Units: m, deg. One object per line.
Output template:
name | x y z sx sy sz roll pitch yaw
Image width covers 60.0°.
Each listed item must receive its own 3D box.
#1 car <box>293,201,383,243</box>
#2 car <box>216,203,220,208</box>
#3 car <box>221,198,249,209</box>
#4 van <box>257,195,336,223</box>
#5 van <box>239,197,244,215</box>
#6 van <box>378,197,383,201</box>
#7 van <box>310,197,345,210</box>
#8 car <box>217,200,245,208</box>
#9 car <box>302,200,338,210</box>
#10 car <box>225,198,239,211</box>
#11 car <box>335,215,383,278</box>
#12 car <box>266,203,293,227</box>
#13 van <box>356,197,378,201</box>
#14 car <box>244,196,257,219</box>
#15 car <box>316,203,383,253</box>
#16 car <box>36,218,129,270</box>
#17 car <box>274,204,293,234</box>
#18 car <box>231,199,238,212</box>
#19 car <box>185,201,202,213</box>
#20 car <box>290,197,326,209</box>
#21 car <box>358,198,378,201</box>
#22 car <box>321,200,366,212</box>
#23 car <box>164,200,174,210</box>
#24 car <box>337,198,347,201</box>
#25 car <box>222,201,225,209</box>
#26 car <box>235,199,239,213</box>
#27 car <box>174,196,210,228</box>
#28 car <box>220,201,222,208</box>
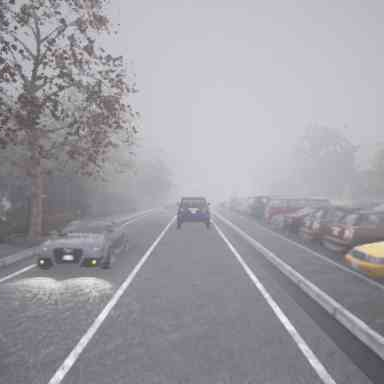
car | 7.015 1.394 14.097 4.553 1.767 2.185 0 0 0
car | 7.095 1.751 52.944 5.566 2.045 2.435 0 -1 0
car | 7.160 1.928 55.713 4.553 1.767 2.185 0 -1 0
van | 6.946 1.305 22.426 4.442 1.987 1.878 0 0 0
van | 6.963 1.390 30.738 4.442 1.987 1.878 0 -1 0
van | 20.042 1.386 30.550 4.442 1.987 1.878 0 -1 0
van | 20.314 1.724 49.937 4.442 1.987 1.878 0 -1 0
car | 7.145 2.174 61.258 4.892 1.521 2.231 0 -1 0
car | 20.196 1.999 52.704 4.892 1.521 2.231 0 -1 0
car | 7.106 1.809 41.836 5.008 1.535 2.097 0 -1 0
car | 6.850 1.510 8.545 5.366 1.575 1.946 0 0 0
car | 7.060 1.567 19.649 4.674 1.452 2.002 0 0 0
van | 20.287 1.483 36.088 4.442 1.987 1.878 0 -1 0
car | 7.097 1.283 25.202 5.566 2.045 2.435 0 0 0
car | 7.010 1.391 11.321 4.553 1.767 2.185 0 0 0
car | -3.348 1.582 10.962 1.994 1.385 4.181 0 0 0
car | 7.046 1.524 16.873 5.008 1.535 2.097 0 0 0
car | 7.060 1.742 36.286 4.792 1.488 2.163 0 -1 0
car | 0.129 1.884 42.579 2.033 1.411 5.357 0 -1 0
car | 20.241 1.851 58.244 5.566 2.045 2.435 0 -1 0
car | 19.980 1.657 33.314 5.366 1.575 1.946 0 -1 0
car | 20.181 1.855 44.519 5.008 1.535 2.097 0 -1 0
car | -3.284 1.998 51.396 1.837 1.490 4.892 0 -1 0
car | 20.169 1.758 38.854 4.892 1.521 2.231 0 -1 0
car | 7.114 1.946 47.388 4.674 1.452 2.002 0 -1 0
car | 7.087 1.704 33.508 4.674 1.452 2.002 0 -1 0
car | 0.106 1.314 23.065 2.150 2.045 5.566 0 0 0
car | 7.147 1.984 50.163 4.792 1.488 2.163 0 -1 0
